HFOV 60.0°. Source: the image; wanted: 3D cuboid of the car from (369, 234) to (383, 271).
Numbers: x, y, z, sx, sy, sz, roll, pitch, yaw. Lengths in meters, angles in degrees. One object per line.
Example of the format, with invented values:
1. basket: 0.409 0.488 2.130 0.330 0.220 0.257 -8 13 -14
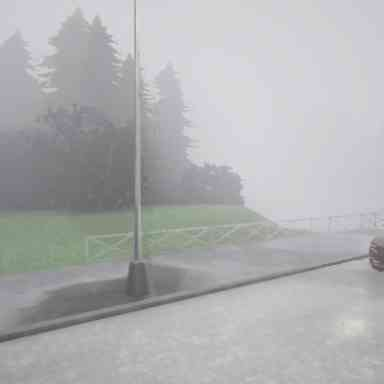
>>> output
1. car: 7.076 1.435 9.654 5.008 1.535 1.882 0 0 -35
